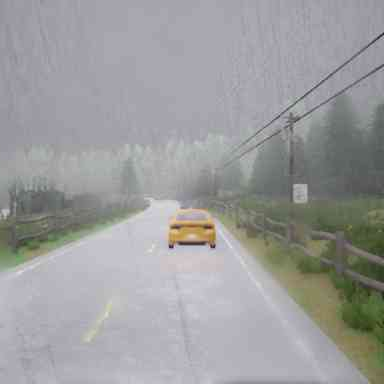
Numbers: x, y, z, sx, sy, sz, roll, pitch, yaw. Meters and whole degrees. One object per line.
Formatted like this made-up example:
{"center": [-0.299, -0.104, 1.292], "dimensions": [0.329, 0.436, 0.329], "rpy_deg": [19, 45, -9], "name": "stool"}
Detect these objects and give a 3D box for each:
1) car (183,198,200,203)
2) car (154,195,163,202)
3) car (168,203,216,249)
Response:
{"center": [-0.071, 1.364, 29.654], "dimensions": [2.097, 1.767, 4.553], "rpy_deg": [0, 0, -1], "name": "car"}
{"center": [-7.673, 1.391, 75.766], "dimensions": [1.837, 1.490, 4.892], "rpy_deg": [0, 0, -9], "name": "car"}
{"center": [0.000, 1.483, 14.650], "dimensions": [1.882, 1.535, 5.008], "rpy_deg": [0, 0, 0], "name": "car"}
